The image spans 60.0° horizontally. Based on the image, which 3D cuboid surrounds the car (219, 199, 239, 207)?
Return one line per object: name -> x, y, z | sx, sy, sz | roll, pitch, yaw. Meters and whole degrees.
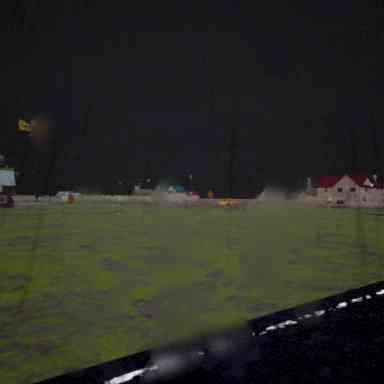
car -> 7.578, 2.284, 68.744 | 1.882, 1.535, 5.008 | 2, -2, -36
